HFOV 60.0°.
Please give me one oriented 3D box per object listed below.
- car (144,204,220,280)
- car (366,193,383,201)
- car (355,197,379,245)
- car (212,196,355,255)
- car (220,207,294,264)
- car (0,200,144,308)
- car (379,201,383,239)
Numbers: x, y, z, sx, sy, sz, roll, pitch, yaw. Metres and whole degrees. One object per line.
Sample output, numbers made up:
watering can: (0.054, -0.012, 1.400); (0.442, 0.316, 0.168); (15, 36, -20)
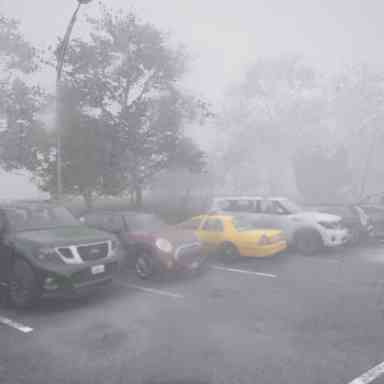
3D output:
car: (-1.775, 1.352, 9.970); (4.553, 1.767, 2.185); (-1, -1, 35)
car: (10.479, 1.054, 18.382); (5.566, 2.045, 2.435); (-1, 0, 36)
car: (5.609, 1.278, 15.014); (4.553, 1.767, 2.185); (-1, 0, 35)
car: (3.157, 1.187, 13.336); (5.566, 2.045, 2.435); (-1, -1, 35)
car: (0.528, 1.462, 11.752); (5.366, 1.575, 1.946); (-1, 0, 35)
car: (-4.153, 1.233, 8.229); (5.566, 2.045, 2.435); (-1, -1, 35)
car: (8.020, 1.390, 16.719); (4.792, 1.488, 2.163); (-1, 0, 36)
